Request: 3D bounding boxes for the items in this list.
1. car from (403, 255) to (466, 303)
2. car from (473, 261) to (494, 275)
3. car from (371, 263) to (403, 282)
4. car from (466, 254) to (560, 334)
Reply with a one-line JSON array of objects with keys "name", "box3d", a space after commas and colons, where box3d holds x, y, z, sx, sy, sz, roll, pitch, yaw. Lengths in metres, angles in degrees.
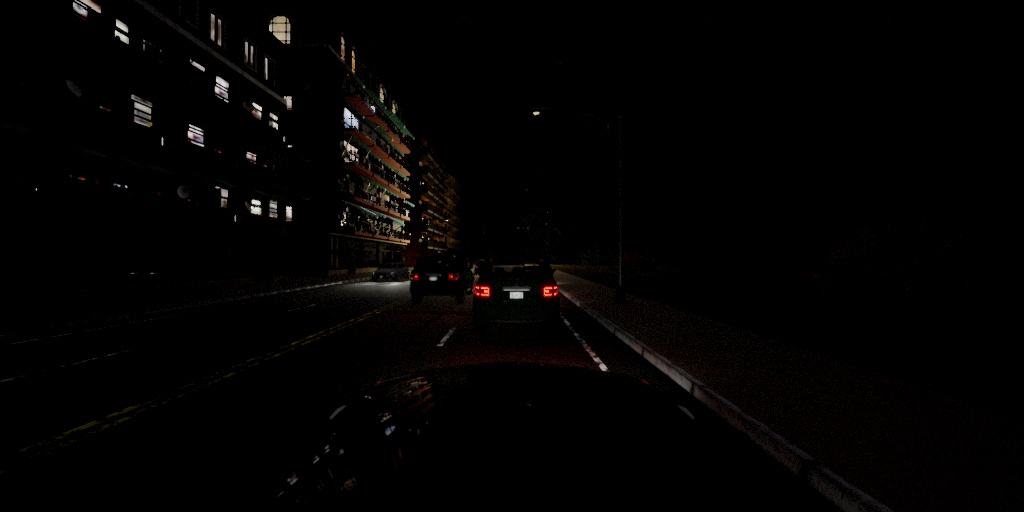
[{"name": "car", "box3d": [-3.109, 0.975, 16.873, 2.150, 2.045, 5.566, 0, 0, 0]}, {"name": "car", "box3d": [-3.053, 1.277, 39.264, 1.812, 1.442, 4.674, 0, 0, 0]}, {"name": "car", "box3d": [-9.761, 1.277, 29.104, 1.812, 1.442, 4.674, 0, 0, 0]}, {"name": "car", "box3d": [0.119, 0.973, 10.714, 2.150, 2.045, 5.566, 0, 0, 0]}]
